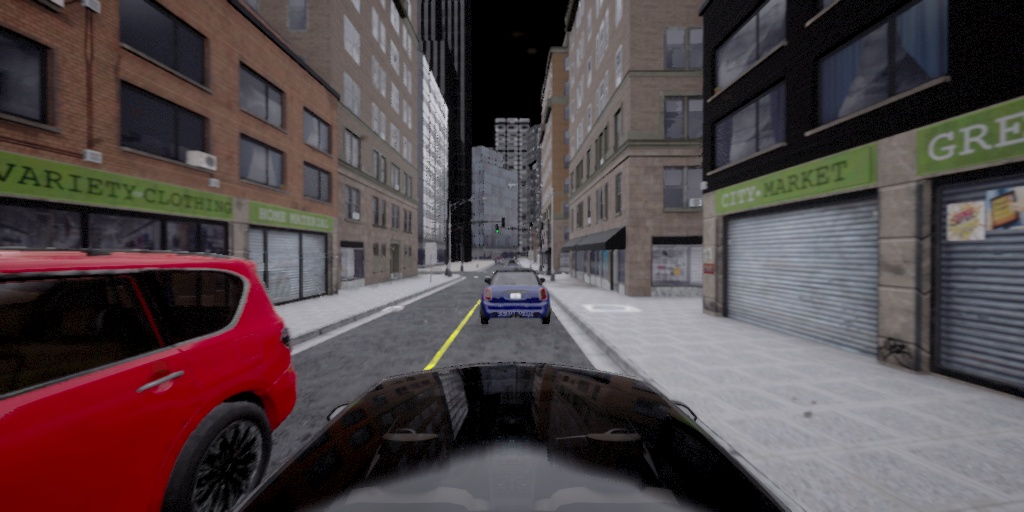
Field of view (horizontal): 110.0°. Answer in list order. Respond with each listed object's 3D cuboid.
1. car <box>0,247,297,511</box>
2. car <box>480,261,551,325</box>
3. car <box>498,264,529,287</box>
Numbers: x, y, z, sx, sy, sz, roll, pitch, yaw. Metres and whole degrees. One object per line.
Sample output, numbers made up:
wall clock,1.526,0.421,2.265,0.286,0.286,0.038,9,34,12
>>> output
car,-3.100,0.967,1.098,2.150,2.045,5.566,0,0,0
car,0.105,1.166,12.307,2.097,1.767,4.553,0,0,0
car,0.117,1.389,27.289,2.128,1.511,4.902,0,0,0
